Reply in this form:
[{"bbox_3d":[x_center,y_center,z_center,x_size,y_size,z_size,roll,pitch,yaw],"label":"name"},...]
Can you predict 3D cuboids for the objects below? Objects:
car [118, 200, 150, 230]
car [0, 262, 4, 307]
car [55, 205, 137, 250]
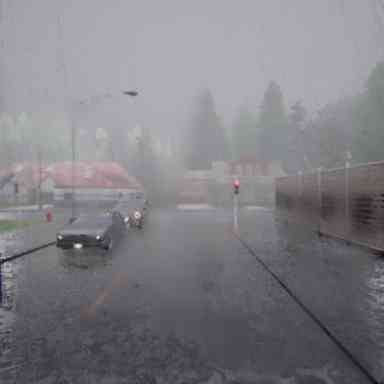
[{"bbox_3d":[-3.906,1.318,20.929,2.097,1.767,4.553,0,0,0],"label":"car"},{"bbox_3d":[-4.084,1.468,3.476,1.882,1.535,5.008,0,0,0],"label":"car"},{"bbox_3d":[-4.002,1.523,14.418,2.033,1.411,5.357,0,0,1],"label":"car"}]
